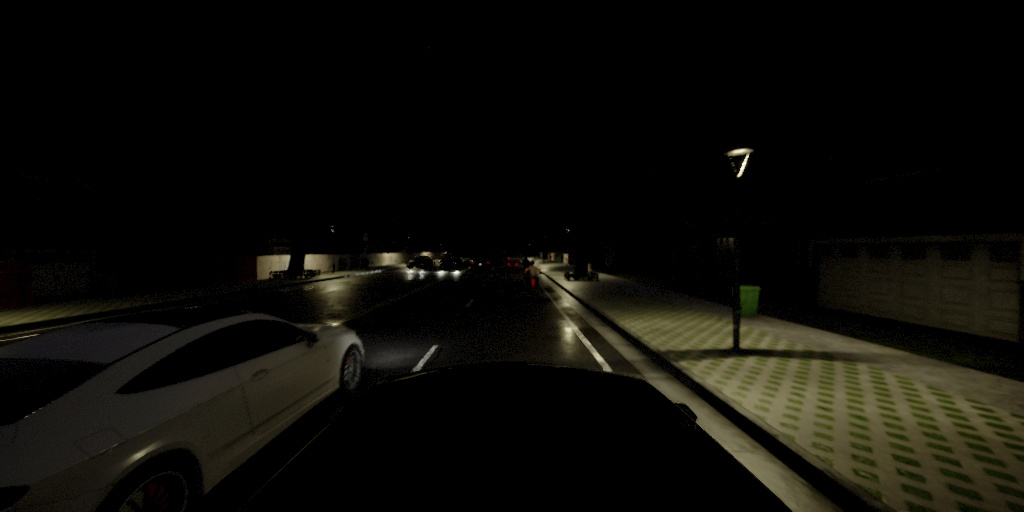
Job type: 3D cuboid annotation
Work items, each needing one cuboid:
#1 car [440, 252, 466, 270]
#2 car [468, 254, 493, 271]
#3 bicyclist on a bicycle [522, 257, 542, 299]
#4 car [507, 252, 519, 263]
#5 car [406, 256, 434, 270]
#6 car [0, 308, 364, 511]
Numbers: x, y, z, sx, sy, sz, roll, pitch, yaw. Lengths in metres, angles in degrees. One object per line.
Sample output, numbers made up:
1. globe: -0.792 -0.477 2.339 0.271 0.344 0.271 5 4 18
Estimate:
1. car: -6.537 0.632 38.852 1.882 1.535 5.008 0 1 0
2. car: -3.104 0.747 37.090 1.994 1.385 4.181 0 1 0
3. bicyclist on a bicycle: 0.883 0.968 15.368 0.866 1.612 1.509 0 1 0
4. car: 0.138 0.440 58.872 1.895 1.301 4.718 0 1 1
5. car: -9.793 0.704 38.723 2.033 1.411 5.357 0 1 0
6. car: -3.148 1.246 3.517 1.812 1.442 4.674 0 1 0
